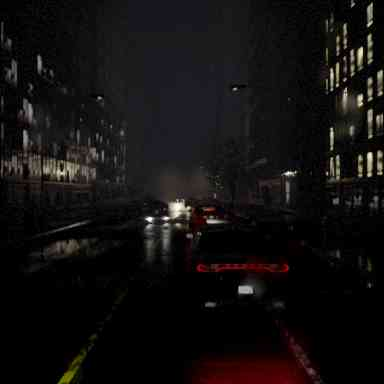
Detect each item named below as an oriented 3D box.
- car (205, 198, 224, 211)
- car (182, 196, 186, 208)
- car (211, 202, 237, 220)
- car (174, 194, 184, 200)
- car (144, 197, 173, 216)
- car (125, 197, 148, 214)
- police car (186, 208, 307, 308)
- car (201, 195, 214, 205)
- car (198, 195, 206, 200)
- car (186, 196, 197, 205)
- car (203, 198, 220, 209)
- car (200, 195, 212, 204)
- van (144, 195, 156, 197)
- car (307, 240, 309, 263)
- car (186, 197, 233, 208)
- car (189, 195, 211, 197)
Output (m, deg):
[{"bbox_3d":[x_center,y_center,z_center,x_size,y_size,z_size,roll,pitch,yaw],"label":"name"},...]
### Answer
[{"bbox_3d":[2.632,1.504,39.831,2.008,1.369,4.403,0,0,0],"label":"car"},{"bbox_3d":[-0.052,1.542,45.645,1.895,1.301,4.718,0,0,0],"label":"car"},{"bbox_3d":[2.648,1.552,28.446,1.802,1.307,4.206,0,0,0],"label":"car"},{"bbox_3d":[-3.134,1.291,90.801,1.882,1.535,5.008,0,0,0],"label":"car"},{"bbox_3d":[-3.147,1.492,31.861,1.812,1.442,4.674,0,0,0],"label":"car"},{"bbox_3d":[-5.741,1.514,34.129,2.008,1.369,4.403,0,0,0],"label":"car"},{"bbox_3d":[0.888,1.417,8.110,1.930,1.638,5.238,0,0,0],"label":"police car"},{"bbox_3d":[2.607,1.353,56.908,1.967,1.590,4.097,0,0,0],"label":"car"},{"bbox_3d":[2.566,1.377,85.370,1.887,1.381,4.507,0,0,0],"label":"car"},{"bbox_3d":[-0.087,1.472,58.761,1.994,1.385,4.181,0,0,0],"label":"car"},{"bbox_3d":[2.624,1.492,45.523,2.008,1.369,4.403,0,0,0],"label":"car"},{"bbox_3d":[2.599,1.338,62.600,1.967,1.590,4.097,0,0,0],"label":"car"},{"bbox_3d":[-5.757,1.283,45.514,1.690,1.788,3.998,0,0,0],"label":"van"},{"bbox_3d":[2.673,1.570,11.368,1.802,1.307,4.206,0,0,0],"label":"car"},{"bbox_3d":[0.872,1.332,17.971,2.097,1.767,4.553,0,0,0],"label":"car"},{"bbox_3d":[0.863,1.326,23.970,2.097,1.767,4.553,0,0,0],"label":"car"}]
